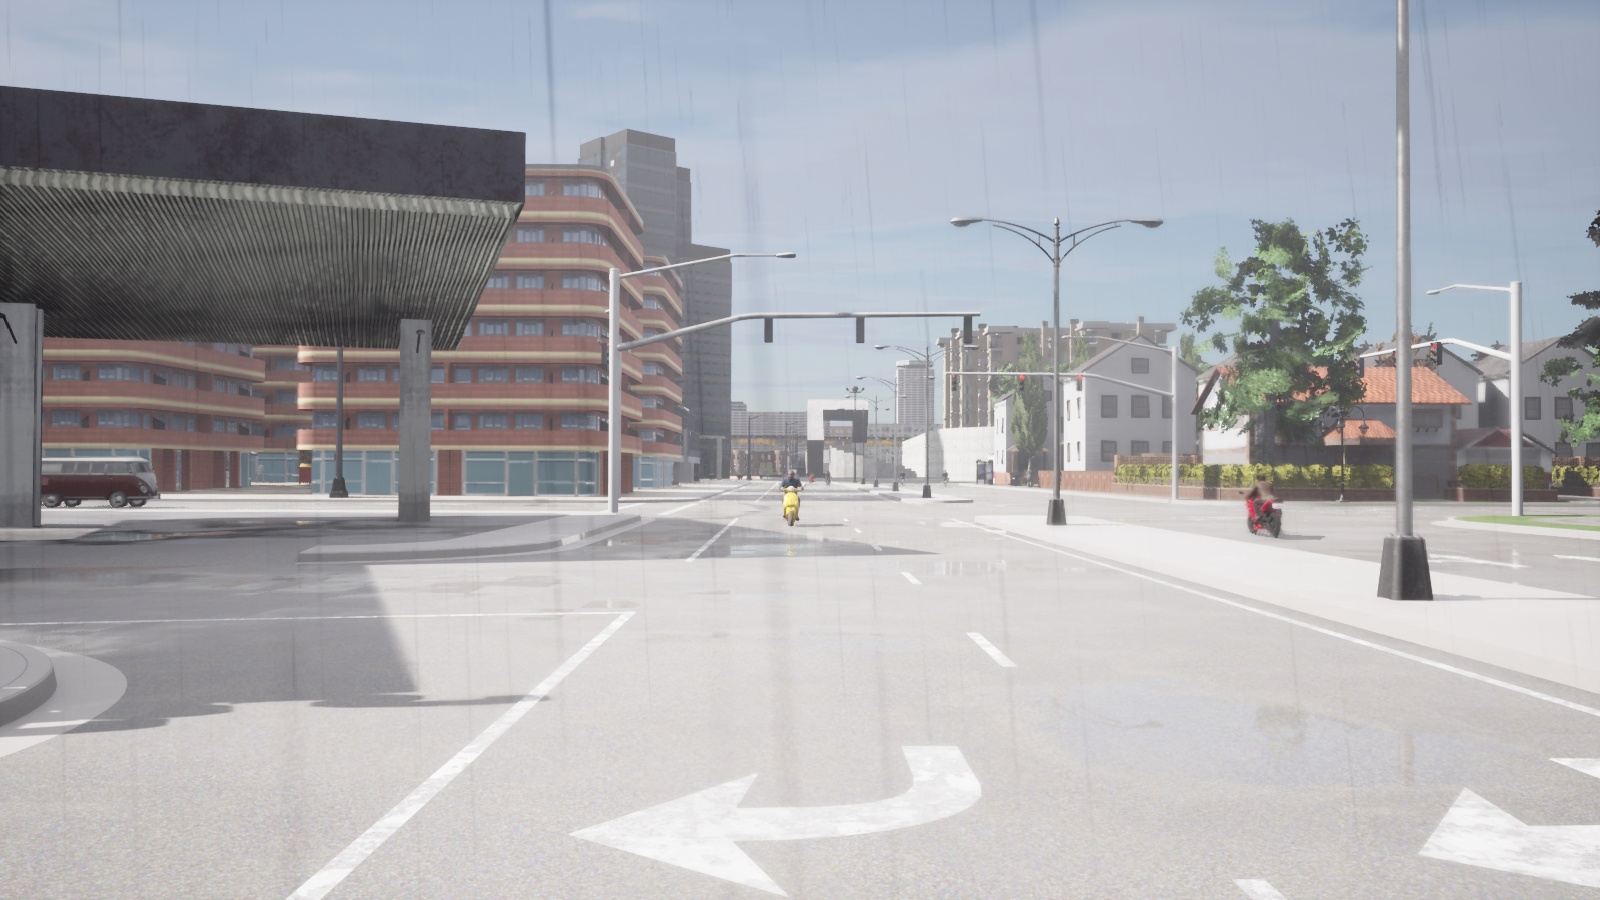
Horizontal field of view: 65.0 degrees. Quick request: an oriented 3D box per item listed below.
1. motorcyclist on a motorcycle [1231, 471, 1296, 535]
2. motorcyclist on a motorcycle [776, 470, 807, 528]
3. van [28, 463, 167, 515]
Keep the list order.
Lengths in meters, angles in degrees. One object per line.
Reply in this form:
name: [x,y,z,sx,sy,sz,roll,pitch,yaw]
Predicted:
motorcyclist on a motorcycle: [11.292,1.265,30.645,0.797,1.523,2.044,0,-1,0]
motorcyclist on a motorcycle: [-0.242,1.363,35.413,0.866,1.590,1.817,0,-1,0]
van: [-27.583,1.506,49.388,4.442,1.987,1.775,0,-1,-1]
